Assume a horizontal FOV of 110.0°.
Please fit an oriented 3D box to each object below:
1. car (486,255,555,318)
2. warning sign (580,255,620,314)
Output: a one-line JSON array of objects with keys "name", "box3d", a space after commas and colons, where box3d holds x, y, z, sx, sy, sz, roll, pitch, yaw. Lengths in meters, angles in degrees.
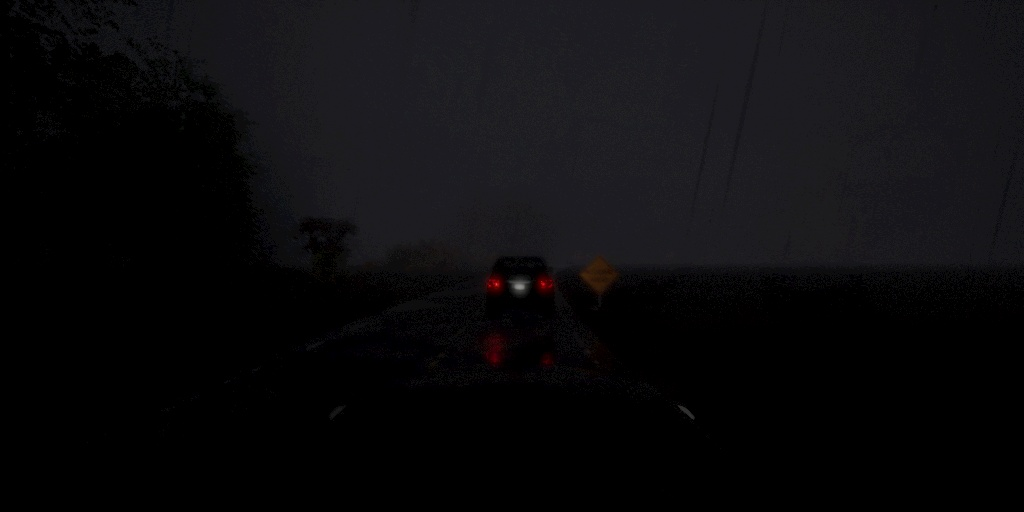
[{"name": "car", "box3d": [0.373, 0.993, 13.183, 2.150, 2.045, 5.566, 0, 0, 3]}, {"name": "warning sign", "box3d": [2.859, 0.887, 11.694, 1.300, 1.860, 1.060, 0, 0, 2]}]
